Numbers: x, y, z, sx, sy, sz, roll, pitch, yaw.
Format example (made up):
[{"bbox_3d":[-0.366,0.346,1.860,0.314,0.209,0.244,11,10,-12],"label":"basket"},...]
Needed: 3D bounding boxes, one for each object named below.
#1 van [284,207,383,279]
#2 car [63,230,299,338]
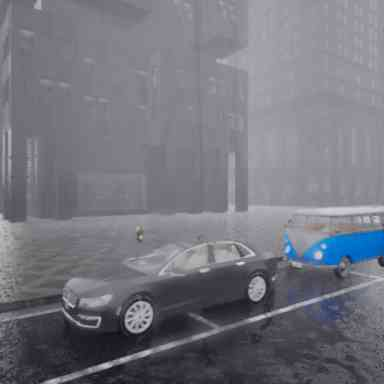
[{"bbox_3d":[4.431,1.353,9.812,3.998,1.788,1.690,0,0,-36],"label":"van"},{"bbox_3d":[-0.191,1.555,6.514,4.403,1.369,2.008,0,0,-36],"label":"car"}]
